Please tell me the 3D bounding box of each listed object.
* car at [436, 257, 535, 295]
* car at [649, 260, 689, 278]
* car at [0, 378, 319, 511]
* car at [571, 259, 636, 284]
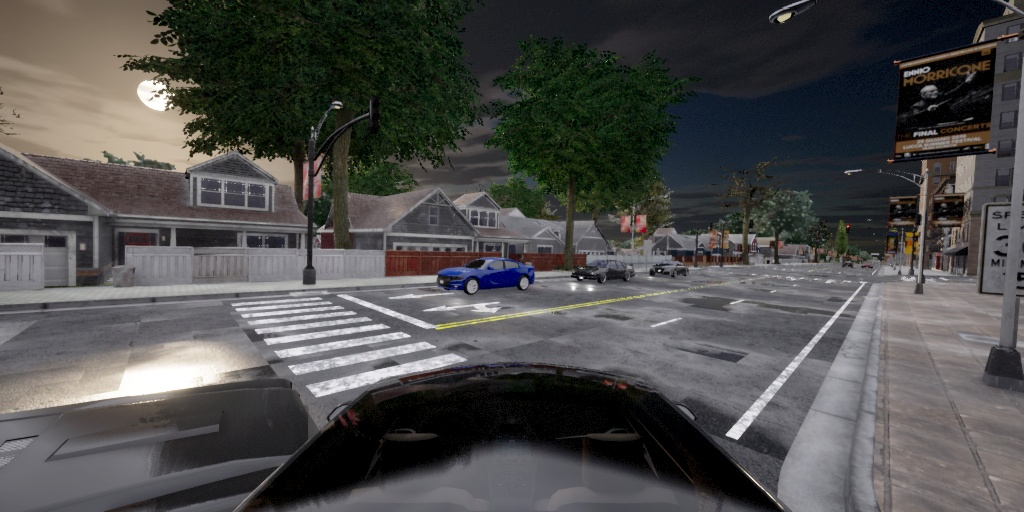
[{"bbox_3d":[-1.084,0.807,16.492,5.008,1.535,1.882,0,2,-44],"label":"car"},{"bbox_3d":[13.310,1.018,30.301,4.181,1.385,1.994,0,2,-44],"label":"car"},{"bbox_3d":[-3.313,1.286,1.311,4.718,1.301,1.895,1,2,-34],"label":"car"},{"bbox_3d":[6.098,0.938,23.396,5.357,1.411,2.033,0,2,-44],"label":"car"}]
